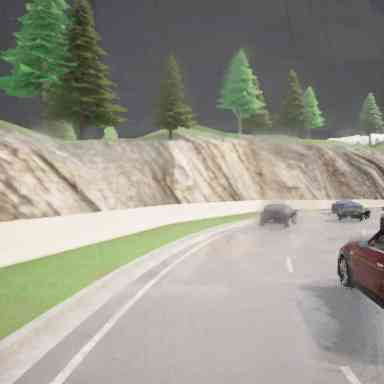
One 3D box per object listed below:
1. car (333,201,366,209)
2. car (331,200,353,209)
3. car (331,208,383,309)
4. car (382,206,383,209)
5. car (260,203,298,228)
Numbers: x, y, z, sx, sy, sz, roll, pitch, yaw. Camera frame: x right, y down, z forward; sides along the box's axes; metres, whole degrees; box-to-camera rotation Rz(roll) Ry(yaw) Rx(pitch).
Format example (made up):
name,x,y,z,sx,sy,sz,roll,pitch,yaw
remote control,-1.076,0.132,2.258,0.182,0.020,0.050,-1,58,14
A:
name,x,y,z,sx,sy,sz,roll,pitch,yaw
car,13.895,1.724,28.345,1.895,1.301,4.718,0,0,38
car,17.550,1.634,37.513,5.008,1.535,1.882,0,0,-42
car,4.458,1.391,6.408,2.097,1.767,4.553,1,0,8
car,10.679,1.315,16.103,2.150,2.045,5.566,0,0,22
car,6.043,1.560,22.877,1.837,1.490,4.892,0,0,27
